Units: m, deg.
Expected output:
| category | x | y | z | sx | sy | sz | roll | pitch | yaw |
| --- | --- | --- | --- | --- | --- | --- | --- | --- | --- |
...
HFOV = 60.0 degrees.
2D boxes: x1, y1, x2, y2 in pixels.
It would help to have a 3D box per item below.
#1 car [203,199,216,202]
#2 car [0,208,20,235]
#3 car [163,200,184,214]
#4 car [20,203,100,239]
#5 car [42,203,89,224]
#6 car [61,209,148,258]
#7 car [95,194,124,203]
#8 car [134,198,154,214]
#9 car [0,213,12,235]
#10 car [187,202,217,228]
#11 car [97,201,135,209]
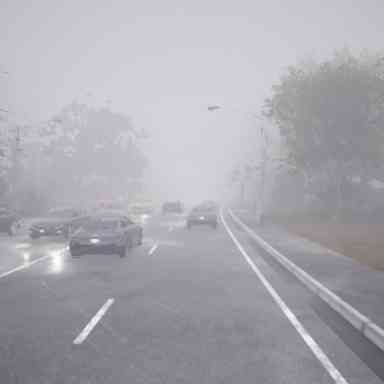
| category | x | y | z | sx | sy | sz | roll | pitch | yaw |
| --- | --- | --- | --- | --- | --- | --- | --- | --- | --- |
| car | 2.394 | 1.666 | 46.062 | 1.994 | 1.385 | 4.181 | 0 | 0 | 5 |
| car | -10.262 | 1.520 | 16.136 | 2.128 | 1.511 | 4.902 | 0 | 0 | 2 |
| car | -1.974 | 1.555 | 36.103 | 1.882 | 1.535 | 5.008 | 0 | 0 | 4 |
| car | -6.714 | 1.539 | 17.549 | 1.837 | 1.490 | 4.892 | 0 | 0 | 3 |
| car | -9.797 | 1.615 | 26.136 | 1.994 | 1.385 | 4.181 | 0 | 0 | 3 |
| car | -3.162 | 1.590 | 12.986 | 1.994 | 1.385 | 4.181 | 0 | 0 | 1 |
| car | -9.071 | 1.296 | 36.803 | 2.150 | 2.045 | 5.566 | 0 | 0 | 4 |
| car | -5.551 | 1.429 | 36.972 | 2.097 | 1.767 | 4.553 | 0 | 0 | 4 |
| car | -6.972 | 1.505 | 8.252 | 2.128 | 1.511 | 4.902 | 0 | 0 | 1 |
| car | 0.719 | 1.614 | 22.956 | 1.994 | 1.385 | 4.181 | 0 | 0 | 3 |
| car | -6.259 | 1.655 | 26.731 | 1.895 | 1.301 | 4.718 | 0 | 0 | 4 |
